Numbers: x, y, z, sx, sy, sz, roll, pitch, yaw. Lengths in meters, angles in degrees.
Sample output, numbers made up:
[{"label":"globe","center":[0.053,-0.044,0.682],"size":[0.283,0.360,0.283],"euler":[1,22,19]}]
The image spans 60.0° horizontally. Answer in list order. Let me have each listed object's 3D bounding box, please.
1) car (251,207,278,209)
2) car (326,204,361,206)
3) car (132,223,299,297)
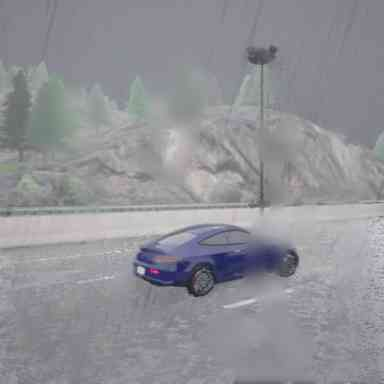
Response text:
[{"label":"car","center":[10.243,1.317,45.652],"size":[5.566,2.045,2.150],"euler":[0,0,-35]},{"label":"car","center":[17.762,1.605,38.093],"size":[4.892,1.490,1.837],"euler":[0,0,-35]},{"label":"car","center":[0.756,1.541,8.579],"size":[4.674,1.442,1.812],"euler":[0,0,-35]}]
